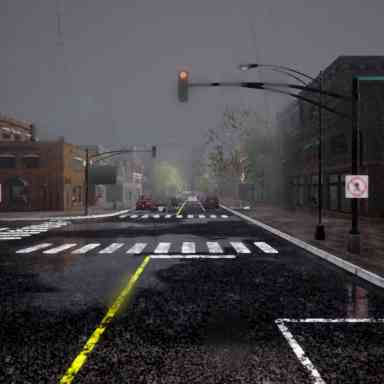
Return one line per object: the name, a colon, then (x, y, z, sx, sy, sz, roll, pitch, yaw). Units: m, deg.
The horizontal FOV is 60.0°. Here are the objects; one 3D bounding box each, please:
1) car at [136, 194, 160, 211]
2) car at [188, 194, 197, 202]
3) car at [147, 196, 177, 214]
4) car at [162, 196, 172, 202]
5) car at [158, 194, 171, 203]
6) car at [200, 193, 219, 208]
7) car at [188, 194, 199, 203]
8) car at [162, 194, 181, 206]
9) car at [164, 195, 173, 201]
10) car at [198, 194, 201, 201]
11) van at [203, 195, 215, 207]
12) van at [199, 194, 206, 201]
car: (-5.674, 1.306, 41.386, 2.192, 1.841, 5.009, -1, 0, 0)
car: (0.039, 1.335, 79.249, 2.097, 1.767, 4.553, 0, 0, 0)
car: (-3.079, 1.484, 35.173, 2.128, 1.511, 4.902, 0, 0, 0)
car: (-5.656, 1.548, 74.650, 1.947, 1.339, 4.313, -1, 0, 0)
car: (-5.661, 1.298, 69.107, 2.192, 1.841, 5.009, -1, 0, 0)
car: (2.709, 1.304, 46.927, 2.192, 1.841, 5.009, -1, 0, 0)
car: (0.131, 1.509, 69.111, 1.812, 1.442, 4.674, 0, 0, 0)
car: (-3.072, 1.467, 50.232, 1.882, 1.535, 5.008, 0, 1, 0)
car: (-5.654, 1.525, 80.195, 1.887, 1.381, 4.507, -1, 0, 0)
car: (2.719, 1.536, 63.559, 2.008, 1.369, 4.403, -1, 0, 0)
van: (2.712, 1.329, 52.471, 1.690, 1.788, 3.998, -1, 0, 0)
van: (2.728, 1.319, 85.735, 1.690, 1.788, 3.998, -1, 0, 0)
